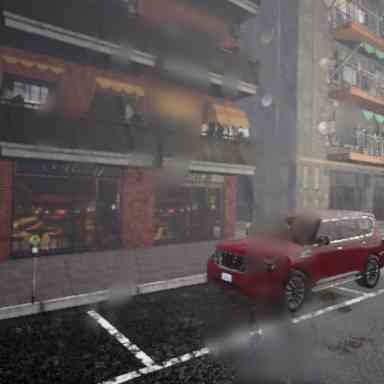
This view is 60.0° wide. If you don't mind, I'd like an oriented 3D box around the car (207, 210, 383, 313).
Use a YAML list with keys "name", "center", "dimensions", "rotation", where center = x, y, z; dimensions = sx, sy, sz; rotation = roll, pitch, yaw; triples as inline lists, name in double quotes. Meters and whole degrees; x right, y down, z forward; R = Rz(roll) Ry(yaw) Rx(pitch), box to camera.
- name: "car"
  center: [2.739, 1.392, 8.036]
  dimensions: [5.009, 1.841, 2.192]
  rotation: [1, 0, -35]
